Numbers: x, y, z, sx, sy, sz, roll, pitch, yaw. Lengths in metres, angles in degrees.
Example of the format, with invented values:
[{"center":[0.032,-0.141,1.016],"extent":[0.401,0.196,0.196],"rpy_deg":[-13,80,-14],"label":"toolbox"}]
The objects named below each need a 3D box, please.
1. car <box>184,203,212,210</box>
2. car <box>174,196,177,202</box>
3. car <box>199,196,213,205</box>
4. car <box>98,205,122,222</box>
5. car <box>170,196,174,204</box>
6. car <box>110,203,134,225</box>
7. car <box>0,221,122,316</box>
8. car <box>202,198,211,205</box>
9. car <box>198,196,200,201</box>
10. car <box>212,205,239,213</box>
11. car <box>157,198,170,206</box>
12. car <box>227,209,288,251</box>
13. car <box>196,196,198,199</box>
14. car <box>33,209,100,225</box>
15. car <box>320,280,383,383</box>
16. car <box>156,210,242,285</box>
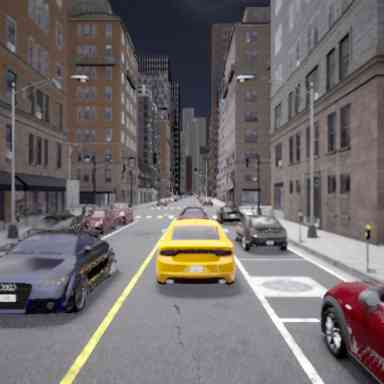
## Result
[{"center":[0.104,1.692,22.279],"extent":[1.994,1.385,4.181],"rpy_deg":[0,0,0],"label":"car"},{"center":[-5.576,2.140,89.326],"extent":[1.752,1.417,4.829],"rpy_deg":[0,-1,0],"label":"car"},{"center":[2.897,1.835,62.441],"extent":[1.967,1.590,4.097],"rpy_deg":[0,0,0],"label":"car"},{"center":[-5.667,1.696,19.850],"extent":[1.802,1.307,4.206],"rpy_deg":[0,0,0],"label":"car"},{"center":[-5.606,2.028,73.270],"extent":[2.008,1.369,4.403],"rpy_deg":[0,0,0],"label":"car"},{"center":[-5.667,1.587,25.353],"extent":[1.967,1.590,4.097],"rpy_deg":[0,0,0],"label":"car"},{"center":[-3.095,1.607,7.576],"extent":[1.994,1.385,4.181],"rpy_deg":[0,0,0],"label":"car"},{"center":[2.908,1.962,68.019],"extent":[1.752,1.417,4.829],"rpy_deg":[0,0,0],"label":"car"},{"center":[2.918,2.028,73.257],"extent":[2.008,1.369,4.403],"rpy_deg":[0,0,0],"label":"car"},{"center":[2.859,1.712,25.350],"extent":[1.947,1.339,4.313],"rpy_deg":[0,0,0],"label":"car"},{"center":[-5.628,1.977,62.454],"extent":[1.802,1.307,4.206],"rpy_deg":[0,0,0],"label":"car"},{"center":[2.857,1.633,14.348],"extent":[2.008,1.369,4.403],"rpy_deg":[0,0,0],"label":"car"},{"center":[2.959,2.106,94.893],"extent":[1.967,1.590,4.097],"rpy_deg":[0,-1,0],"label":"car"},{"center":[-5.668,1.648,14.349],"extent":[1.947,1.339,4.313],"rpy_deg":[0,0,0],"label":"car"},{"center":[2.856,1.460,3.346],"extent":[1.967,1.590,4.097],"rpy_deg":[0,0,0],"label":"car"},{"center":[0.097,1.533,9.707],"extent":[1.882,1.535,5.008],"rpy_deg":[0,0,0],"label":"car"}]
